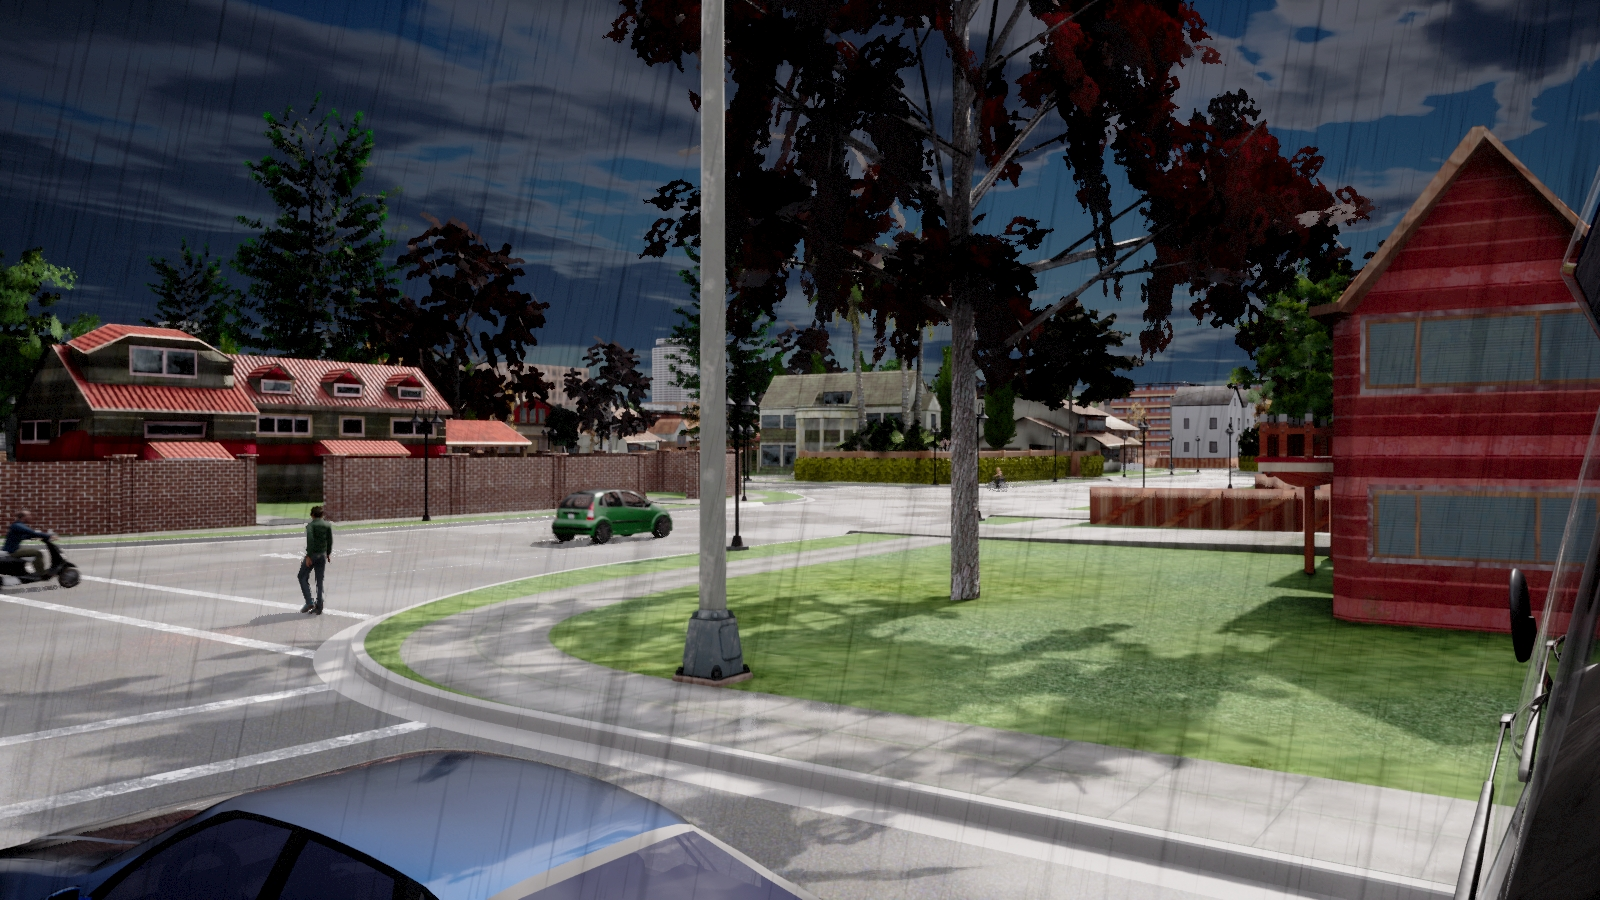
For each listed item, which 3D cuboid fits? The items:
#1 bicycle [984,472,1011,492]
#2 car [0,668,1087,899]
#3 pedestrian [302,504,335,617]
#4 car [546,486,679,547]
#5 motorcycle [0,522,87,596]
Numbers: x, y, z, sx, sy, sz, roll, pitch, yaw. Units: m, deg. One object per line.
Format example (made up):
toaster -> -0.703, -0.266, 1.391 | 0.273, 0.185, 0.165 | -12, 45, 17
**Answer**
bicycle -> 12.975, 2.079, 75.046 | 1.487, 1.301, 0.859 | 0, -2, -10
car -> -1.713, 2.106, 4.943 | 5.357, 1.411, 2.033 | 0, 0, 36
pedestrian -> -8.133, 1.848, 19.295 | 0.375, 1.860, 0.375 | 0, 0, 36
car -> -5.733, 1.999, 35.390 | 1.851, 1.617, 3.988 | 0, 0, 34
motorcycle -> -15.169, 2.120, 22.445 | 0.856, 1.341, 1.805 | -2, -2, 42
